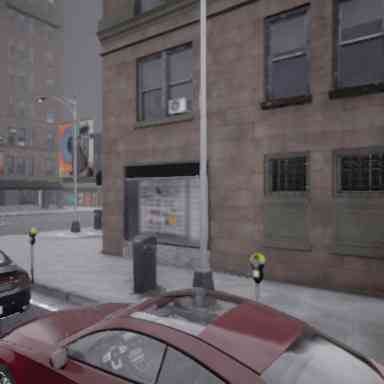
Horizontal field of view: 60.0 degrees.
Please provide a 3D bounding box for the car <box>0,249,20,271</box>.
[{"bbox_3d":[-4.731,1.558,6.220,4.403,1.369,2.008,0,0,35],"label":"car"}]

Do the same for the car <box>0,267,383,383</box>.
[{"bbox_3d":[-0.177,1.584,2.972,4.206,1.307,1.802,0,0,35],"label":"car"}]
